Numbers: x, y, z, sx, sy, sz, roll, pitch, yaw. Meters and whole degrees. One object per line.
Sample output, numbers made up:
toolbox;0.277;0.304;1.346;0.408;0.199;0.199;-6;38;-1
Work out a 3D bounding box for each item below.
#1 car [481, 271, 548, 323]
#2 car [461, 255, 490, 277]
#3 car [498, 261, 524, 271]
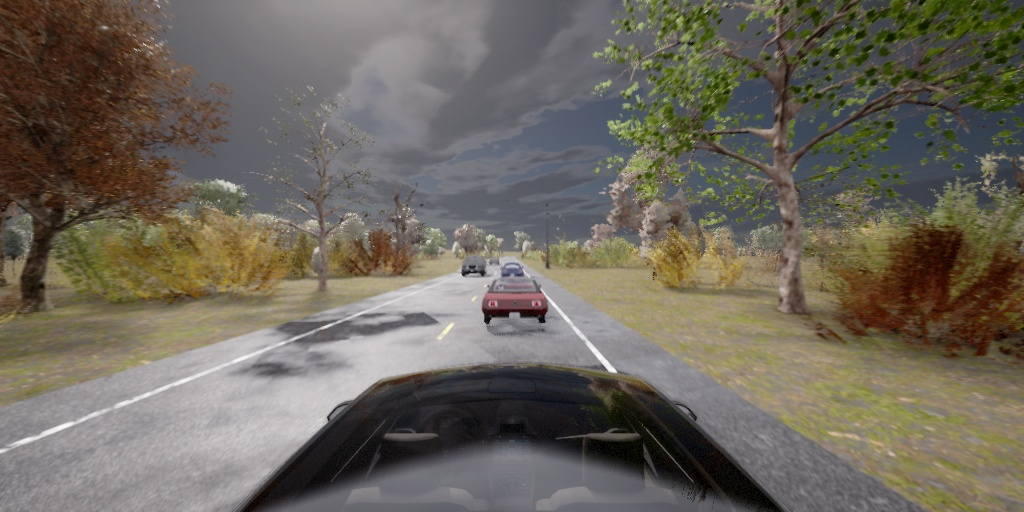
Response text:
car;0.077;1.355;12.160;1.895;1.301;4.718;0;0;0
car;-3.719;0.973;35.908;2.150;2.045;5.566;0;0;-1
car;0.024;1.284;29.819;1.812;1.442;4.674;0;0;0
